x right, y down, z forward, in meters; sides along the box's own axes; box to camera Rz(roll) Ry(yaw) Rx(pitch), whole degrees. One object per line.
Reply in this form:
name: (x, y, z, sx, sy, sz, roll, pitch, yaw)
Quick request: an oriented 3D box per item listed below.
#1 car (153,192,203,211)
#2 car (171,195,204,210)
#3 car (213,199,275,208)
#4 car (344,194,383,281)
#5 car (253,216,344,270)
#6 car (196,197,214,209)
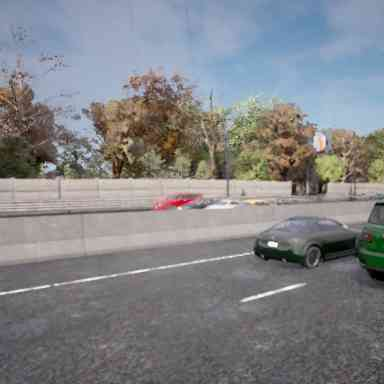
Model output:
car: (-1.154, 1.067, 33.248, 5.566, 2.045, 2.150, -1, 0, -35)
car: (0.918, 1.336, 30.425, 4.902, 1.511, 2.128, -1, 0, -35)
car: (4.255, 1.329, 24.210, 5.008, 1.535, 1.882, -1, 0, -35)
car: (6.411, 1.136, 8.313, 5.566, 2.045, 2.150, -1, 0, -35)
car: (3.994, 1.483, 10.886, 4.181, 1.385, 1.994, -1, 0, -35)
car: (2.951, 1.370, 27.578, 4.674, 1.442, 1.812, -1, 0, -35)
